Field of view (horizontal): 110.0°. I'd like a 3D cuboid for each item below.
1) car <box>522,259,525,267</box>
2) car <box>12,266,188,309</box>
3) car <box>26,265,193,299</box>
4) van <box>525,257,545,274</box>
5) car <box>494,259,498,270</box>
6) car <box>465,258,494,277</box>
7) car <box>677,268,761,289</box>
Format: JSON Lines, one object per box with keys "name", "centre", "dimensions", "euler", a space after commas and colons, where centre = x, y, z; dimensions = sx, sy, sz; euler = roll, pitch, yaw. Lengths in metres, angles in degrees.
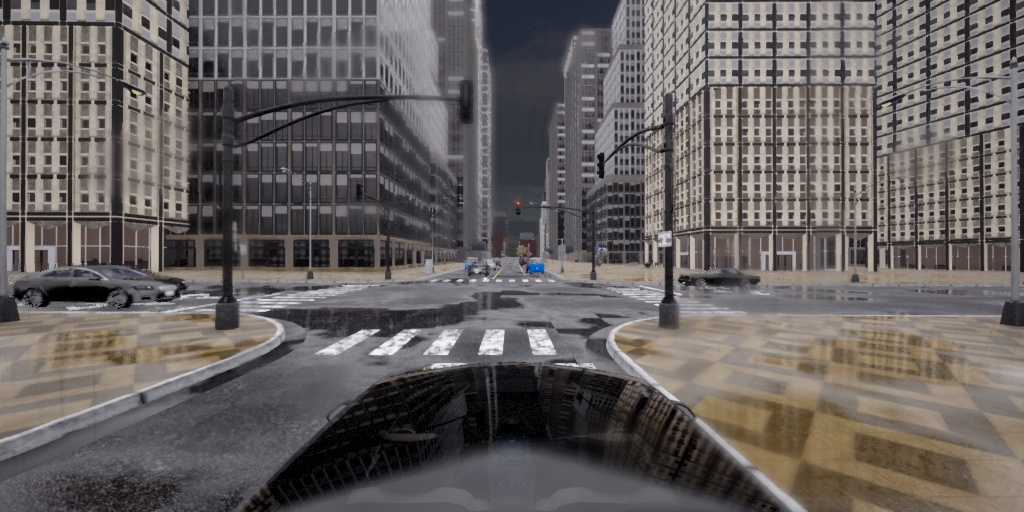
{"name": "car", "centre": [2.618, 1.295, 45.359], "dimensions": [1.888, 1.381, 4.507], "euler": [0, 0, 0]}
{"name": "car", "centre": [-15.335, 1.113, 13.438], "dimensions": [4.902, 1.511, 2.128], "euler": [0, 0, -1]}
{"name": "car", "centre": [-18.427, 1.159, 16.624], "dimensions": [5.357, 1.411, 2.033], "euler": [0, 0, -1]}
{"name": "van", "centre": [2.686, 1.090, 39.821], "dimensions": [1.690, 1.789, 3.998], "euler": [0, 0, 0]}
{"name": "car", "centre": [-3.180, 1.275, 48.114], "dimensions": [1.812, 1.442, 4.674], "euler": [0, 0, 0]}
{"name": "car", "centre": [-3.232, 1.241, 35.655], "dimensions": [2.128, 1.511, 4.902], "euler": [0, 0, 0]}
{"name": "car", "centre": [13.706, 1.484, 23.993], "dimensions": [4.718, 1.301, 1.895], "euler": [0, 0, -1]}
